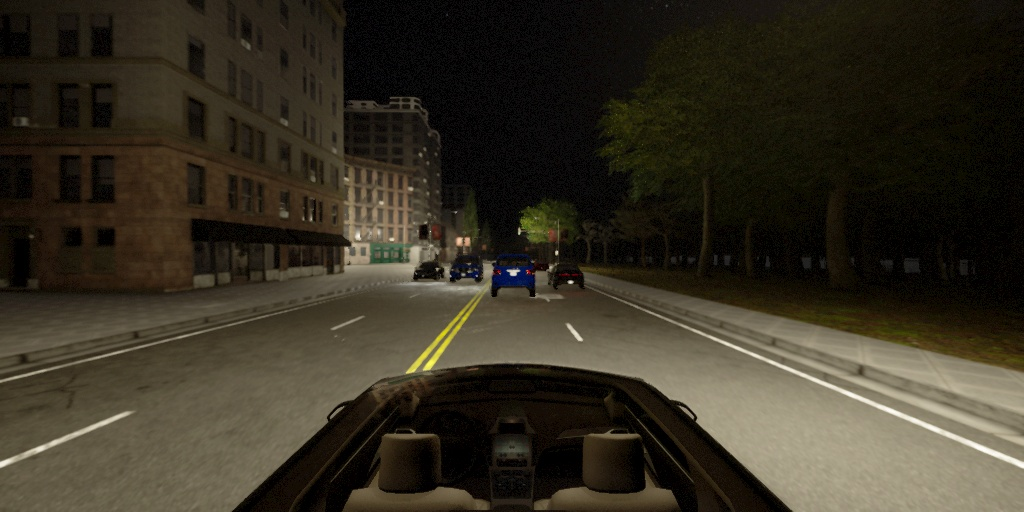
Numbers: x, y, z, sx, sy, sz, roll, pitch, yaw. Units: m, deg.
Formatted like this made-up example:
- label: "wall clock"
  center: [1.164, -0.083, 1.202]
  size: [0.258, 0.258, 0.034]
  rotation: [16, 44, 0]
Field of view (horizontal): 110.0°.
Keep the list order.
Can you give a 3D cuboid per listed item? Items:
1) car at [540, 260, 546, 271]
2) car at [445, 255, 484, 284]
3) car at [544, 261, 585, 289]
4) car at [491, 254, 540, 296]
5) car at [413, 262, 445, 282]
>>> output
- label: "car"
  center: [3.333, 1.187, 42.457]
  size: [1.882, 1.535, 5.008]
  rotation: [0, 0, 0]
- label: "car"
  center: [-3.357, 0.950, 27.491]
  size: [2.150, 2.045, 5.566]
  rotation: [0, 0, 0]
- label: "car"
  center: [3.334, 1.238, 22.721]
  size: [1.837, 1.490, 4.892]
  rotation: [0, 0, 0]
- label: "car"
  center: [0.079, 0.952, 19.165]
  size: [2.150, 2.045, 5.566]
  rotation: [0, -1, 0]
- label: "car"
  center: [-6.606, 1.230, 29.008]
  size: [1.837, 1.490, 4.892]
  rotation: [0, 0, 0]
